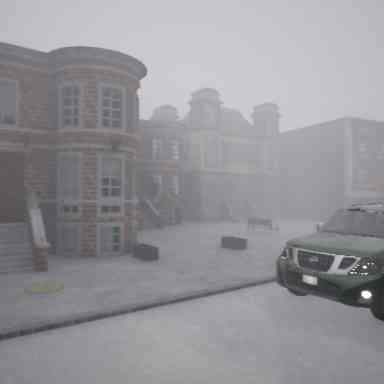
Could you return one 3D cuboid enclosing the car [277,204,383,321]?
[{"bbox_3d":[4.432,1.309,7.711,5.566,2.045,2.150,1,-1,-35],"label":"car"}]
